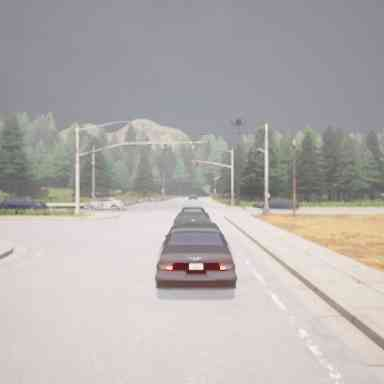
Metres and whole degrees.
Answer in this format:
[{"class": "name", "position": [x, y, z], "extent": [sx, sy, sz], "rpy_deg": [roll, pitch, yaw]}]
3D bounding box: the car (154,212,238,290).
[{"class": "car", "position": [0.080, 1.517, 9.104], "extent": [2.033, 1.411, 5.357], "rpy_deg": [0, 0, 0]}]

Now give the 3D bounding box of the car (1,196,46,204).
[{"class": "car", "position": [-18.073, 1.270, 35.872], "extent": [4.553, 1.767, 2.097], "rpy_deg": [0, 0, 1]}]

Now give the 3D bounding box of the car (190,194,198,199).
[{"class": "car", "position": [0.540, 1.238, 90.592], "extent": [1.994, 1.385, 4.181], "rpy_deg": [0, 0, 2]}]

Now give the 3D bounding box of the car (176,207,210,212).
[{"class": "car", "position": [0.050, 1.498, 18.328], "extent": [1.994, 1.385, 4.181], "rpy_deg": [0, 0, 1]}]

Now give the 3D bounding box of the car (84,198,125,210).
[{"class": "car", "position": [-10.319, 1.419, 39.434], "extent": [4.674, 1.442, 1.812], "rpy_deg": [0, 0, 1]}]

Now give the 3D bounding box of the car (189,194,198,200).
[{"class": "car", "position": [0.183, 1.315, 80.612], "extent": [1.895, 1.301, 4.718], "rpy_deg": [0, 0, 2]}]

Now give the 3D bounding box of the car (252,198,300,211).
[{"class": "car", "position": [9.862, 1.431, 39.080], "extent": [5.357, 1.411, 2.033], "rpy_deg": [0, 0, 1]}]
